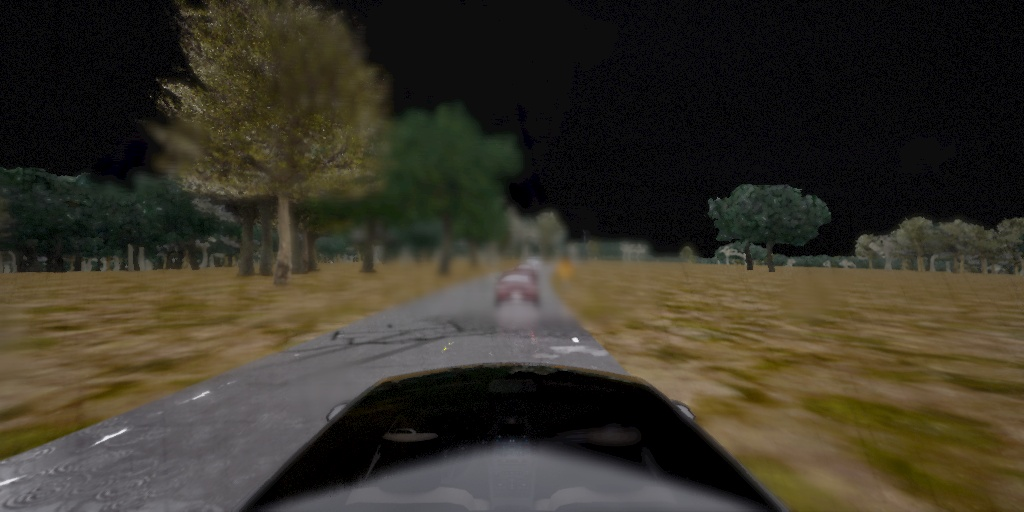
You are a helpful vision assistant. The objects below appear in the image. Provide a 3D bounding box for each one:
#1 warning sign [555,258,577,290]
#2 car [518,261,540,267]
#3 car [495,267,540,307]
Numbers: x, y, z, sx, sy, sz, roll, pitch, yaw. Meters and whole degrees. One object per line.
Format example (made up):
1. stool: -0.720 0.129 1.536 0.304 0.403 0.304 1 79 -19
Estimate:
1. warning sign: 3.183 1.032 21.125 1.300 1.860 1.060 0 0 3
2. car: 1.256 1.464 31.143 1.882 1.535 5.008 0 0 5
3. car: 0.294 1.401 16.164 1.812 1.442 4.674 0 0 3
